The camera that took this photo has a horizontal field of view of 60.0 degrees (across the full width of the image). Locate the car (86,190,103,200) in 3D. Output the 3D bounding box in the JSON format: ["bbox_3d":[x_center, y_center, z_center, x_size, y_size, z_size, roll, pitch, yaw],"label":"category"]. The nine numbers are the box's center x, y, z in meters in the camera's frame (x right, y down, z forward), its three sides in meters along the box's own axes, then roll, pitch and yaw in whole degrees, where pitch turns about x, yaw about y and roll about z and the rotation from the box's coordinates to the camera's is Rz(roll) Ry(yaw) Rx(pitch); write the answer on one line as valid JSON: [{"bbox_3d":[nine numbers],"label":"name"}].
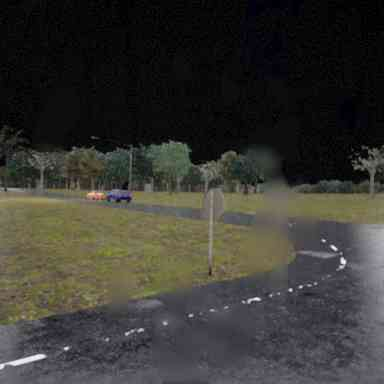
[{"bbox_3d":[-17.284,0.528,59.613,2.097,1.767,4.553,2,0,-35],"label":"car"}]

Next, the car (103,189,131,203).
[{"bbox_3d":[-11.298,0.597,51.158,2.150,2.045,5.566,2,0,-35],"label":"car"}]
